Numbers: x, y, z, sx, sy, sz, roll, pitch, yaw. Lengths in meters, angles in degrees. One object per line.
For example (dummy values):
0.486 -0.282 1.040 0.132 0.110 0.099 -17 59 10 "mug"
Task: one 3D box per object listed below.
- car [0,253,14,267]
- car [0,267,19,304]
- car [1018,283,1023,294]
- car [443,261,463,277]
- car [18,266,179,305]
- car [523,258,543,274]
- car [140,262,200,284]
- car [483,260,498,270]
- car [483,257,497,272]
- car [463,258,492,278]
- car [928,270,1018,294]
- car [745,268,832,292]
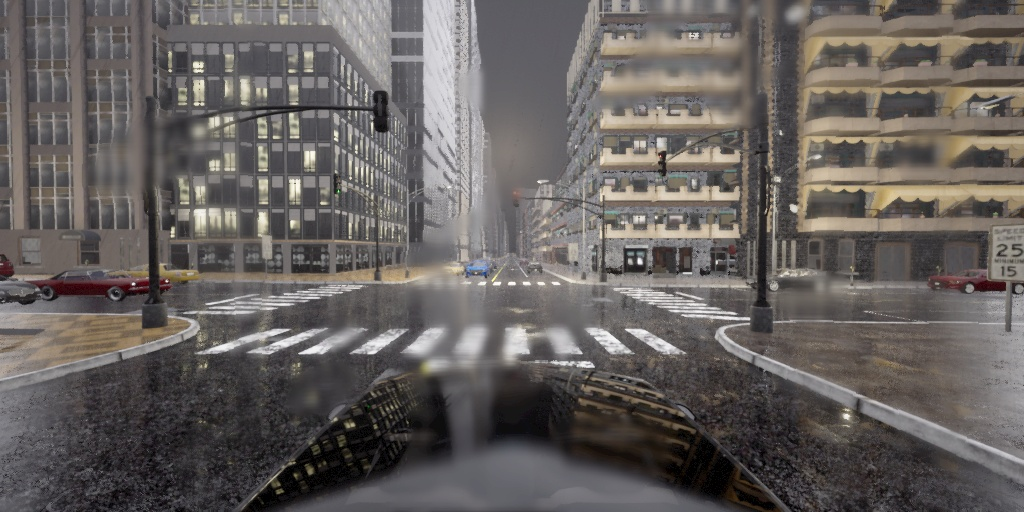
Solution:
-33.654 0.712 21.822 5.009 1.841 2.192 0 0 1 "car"
-20.310 1.204 13.310 4.403 1.370 2.007 0 0 1 "car"
21.694 1.576 12.773 4.313 1.339 1.948 0 0 1 "car"
-5.759 1.265 35.821 1.751 1.417 4.829 0 0 0 "car"
-18.052 1.231 15.833 4.718 1.301 1.895 0 1 1 "car"
2.610 1.289 41.662 2.007 1.370 4.403 0 0 0 "car"
-21.707 1.029 21.641 4.829 1.417 1.751 0 0 1 "car"
-3.192 1.337 53.608 1.895 1.301 4.718 0 0 0 "car"
-3.174 1.230 43.318 2.128 1.511 4.902 0 0 0 "car"
-3.155 1.218 33.627 1.882 1.535 5.008 0 0 -1 "car"
27.336 1.462 21.085 4.507 1.381 1.888 0 0 1 "car"
16.270 1.376 21.218 4.403 1.370 2.007 0 0 1 "car"
